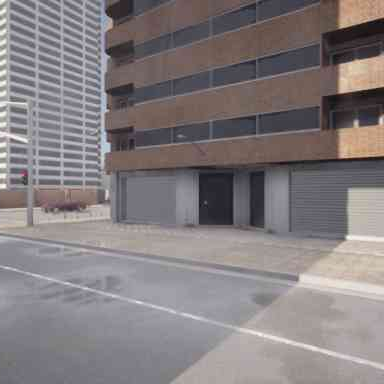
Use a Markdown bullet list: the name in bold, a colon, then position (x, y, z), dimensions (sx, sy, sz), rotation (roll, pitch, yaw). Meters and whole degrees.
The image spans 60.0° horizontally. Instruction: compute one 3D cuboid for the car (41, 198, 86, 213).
- **car**: position (-14.137, 1.477, 36.903), dimensions (1.882, 1.535, 5.008), rotation (0, 0, 35)
